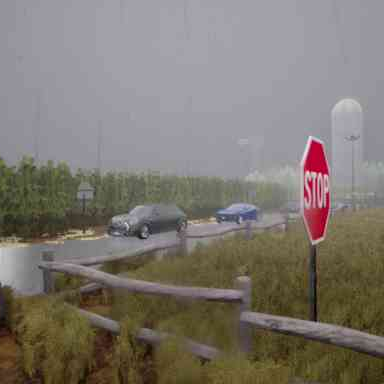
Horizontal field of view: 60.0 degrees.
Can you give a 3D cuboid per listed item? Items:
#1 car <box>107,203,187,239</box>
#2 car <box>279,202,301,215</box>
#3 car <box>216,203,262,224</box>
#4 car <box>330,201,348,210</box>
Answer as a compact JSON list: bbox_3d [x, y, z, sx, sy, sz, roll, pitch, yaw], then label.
[{"bbox_3d":[-2.242,1.394,17.492,2.097,1.767,4.553,-1,-1,36],"label":"car"},{"bbox_3d":[10.942,1.754,35.770,1.994,1.385,4.181,-1,-1,36],"label":"car"},{"bbox_3d":[3.714,1.604,25.769,1.882,1.535,5.008,-1,-1,36],"label":"car"},{"bbox_3d":[16.079,1.717,37.317,2.033,1.411,5.357,-1,0,35],"label":"car"}]
